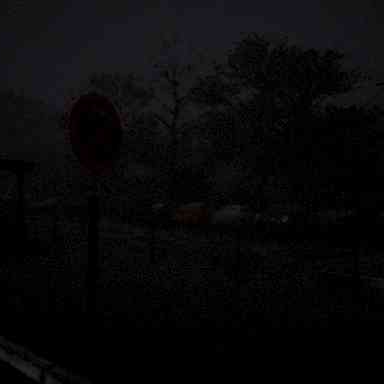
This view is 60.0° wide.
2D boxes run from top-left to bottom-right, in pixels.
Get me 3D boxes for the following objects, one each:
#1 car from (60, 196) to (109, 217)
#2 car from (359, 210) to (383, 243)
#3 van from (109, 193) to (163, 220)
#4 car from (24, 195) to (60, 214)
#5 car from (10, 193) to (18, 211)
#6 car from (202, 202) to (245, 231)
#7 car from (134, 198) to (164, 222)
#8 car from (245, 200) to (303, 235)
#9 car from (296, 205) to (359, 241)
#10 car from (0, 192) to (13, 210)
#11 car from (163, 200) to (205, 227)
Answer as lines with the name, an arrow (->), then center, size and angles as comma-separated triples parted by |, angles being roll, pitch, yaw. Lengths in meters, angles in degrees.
car -> -8.393, 1.283, 28.672 | 2.163, 1.488, 4.792 | 1, 1, 35
car -> 9.703, 1.576, 15.807 | 2.231, 1.521, 4.892 | 1, 1, 35
van -> -3.786, 1.107, 25.568 | 1.878, 1.987, 4.442 | 1, 1, 35
car -> -13.005, 1.171, 31.765 | 1.946, 1.575, 5.366 | 1, 1, 35
car -> -15.141, 1.165, 33.550 | 2.163, 1.488, 4.792 | 1, 1, 35
car -> 2.924, 1.493, 20.642 | 2.002, 1.452, 4.674 | 1, 1, 35
car -> -1.599, 1.413, 23.863 | 2.002, 1.452, 4.674 | 1, 1, 35
car -> 5.206, 1.368, 19.058 | 2.185, 1.767, 4.553 | 1, 1, 35
car -> 7.450, 1.534, 17.427 | 2.097, 1.535, 5.008 | 1, 1, 35
car -> -17.413, 1.096, 35.142 | 2.231, 1.521, 4.892 | 1, 1, 35
car -> 0.663, 1.412, 22.249 | 2.097, 1.535, 5.008 | 1, 1, 35
